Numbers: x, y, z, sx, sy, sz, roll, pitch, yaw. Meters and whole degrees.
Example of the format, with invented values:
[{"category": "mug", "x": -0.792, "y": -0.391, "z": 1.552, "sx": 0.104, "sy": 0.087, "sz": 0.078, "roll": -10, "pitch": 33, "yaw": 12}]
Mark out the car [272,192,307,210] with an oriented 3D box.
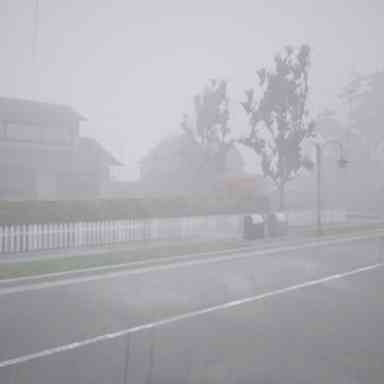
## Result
[{"category": "car", "x": 10.785, "y": 0.986, "z": 37.288, "sx": 1.905, "sy": 1.878, "sz": 3.866, "roll": 0, "pitch": 0, "yaw": -35}]
